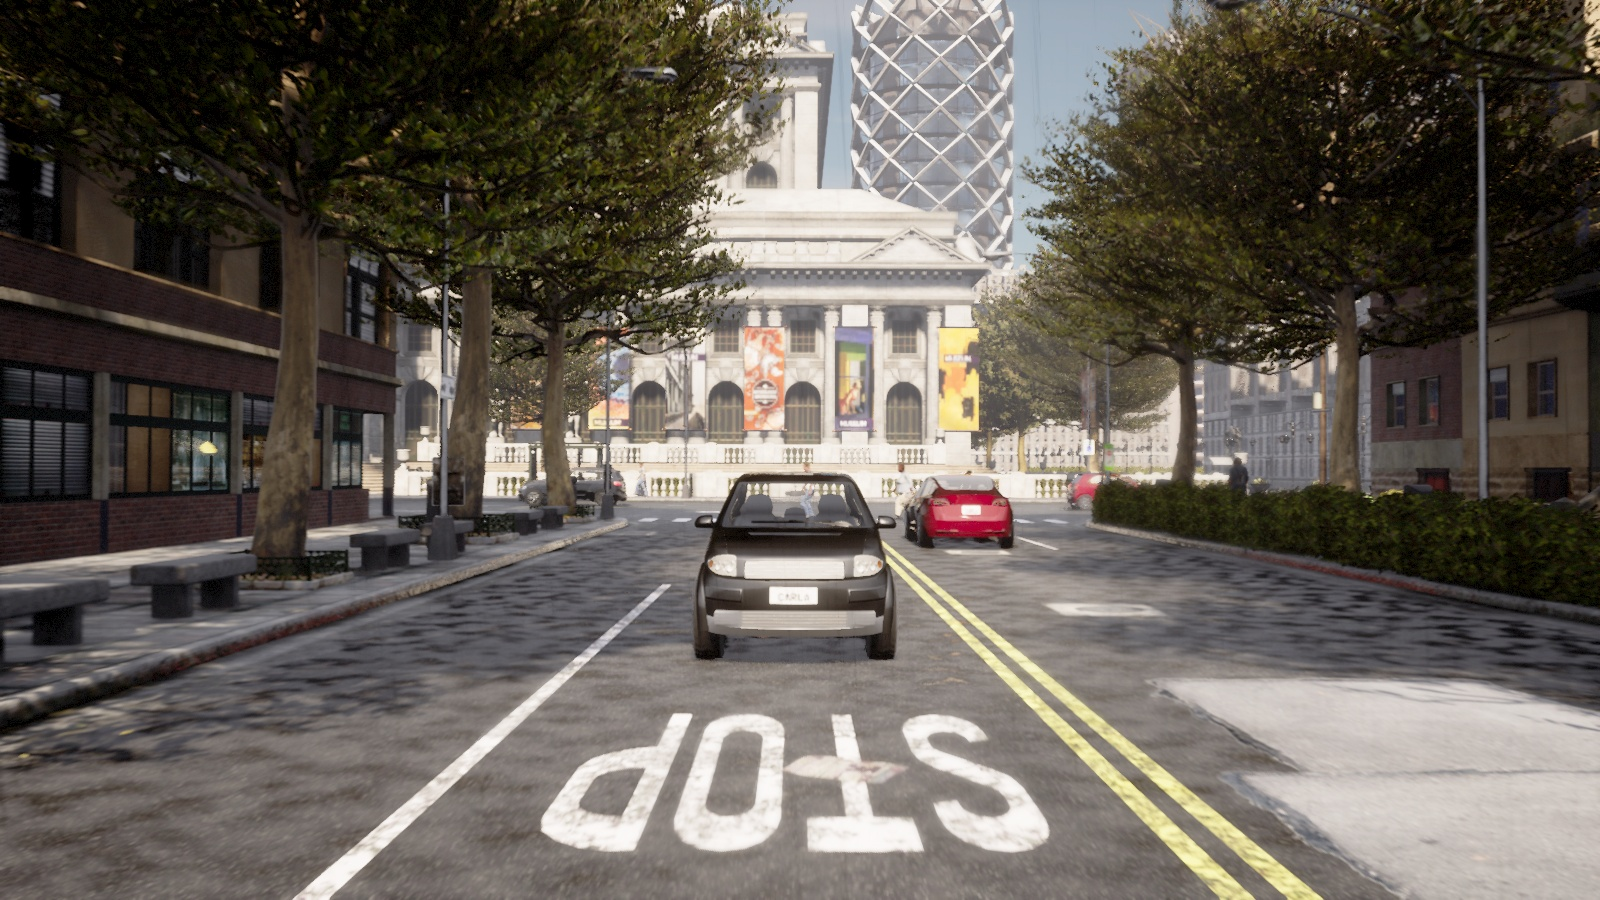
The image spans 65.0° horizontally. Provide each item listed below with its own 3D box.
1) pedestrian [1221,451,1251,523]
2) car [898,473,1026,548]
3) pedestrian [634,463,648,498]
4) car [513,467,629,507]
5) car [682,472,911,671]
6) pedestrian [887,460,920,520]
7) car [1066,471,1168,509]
[{"bbox_3d":[11.389,0.964,32.809,0.540,1.848,0.694,0,-1,2],"label":"pedestrian"},{"bbox_3d":[3.421,1.252,27.526,2.163,1.488,4.792,0,-1,0],"label":"car"},{"bbox_3d":[-8.267,1.576,65.287,0.706,1.836,0.354,0,-1,-6],"label":"pedestrian"},{"bbox_3d":[-9.840,1.588,54.251,4.611,1.667,2.242,0,-1,0],"label":"car"},{"bbox_3d":[-0.034,0.985,11.723,1.789,1.549,3.705,0,-1,0],"label":"car"},{"bbox_3d":[3.249,1.254,39.374,0.900,1.855,0.874,0,-1,-4],"label":"pedestrian"},{"bbox_3d":[12.751,1.609,50.688,3.633,1.501,1.845,0,-1,0],"label":"car"}]
